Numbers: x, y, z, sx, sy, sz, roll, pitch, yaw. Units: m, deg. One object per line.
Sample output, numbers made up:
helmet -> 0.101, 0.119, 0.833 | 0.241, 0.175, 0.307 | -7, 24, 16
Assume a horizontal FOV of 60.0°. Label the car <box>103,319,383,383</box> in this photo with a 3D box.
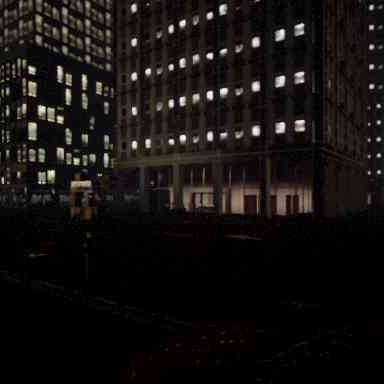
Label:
car -> 1.322, 1.545, 1.966 | 4.507, 1.381, 1.887 | 0, 0, 35
